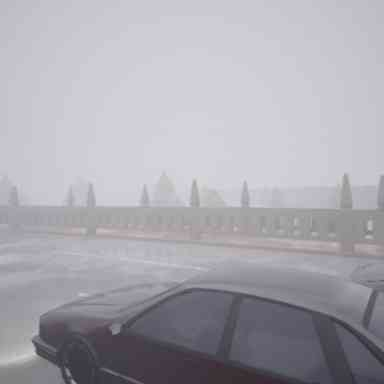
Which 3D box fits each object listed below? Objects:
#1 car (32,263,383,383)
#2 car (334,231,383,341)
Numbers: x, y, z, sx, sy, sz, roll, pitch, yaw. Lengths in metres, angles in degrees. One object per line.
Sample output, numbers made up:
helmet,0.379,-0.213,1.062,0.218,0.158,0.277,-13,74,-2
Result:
car,0.604,1.554,3.516,5.357,1.411,2.033,-1,0,33
car,5.100,1.503,4.722,5.357,1.411,2.033,-1,0,34
